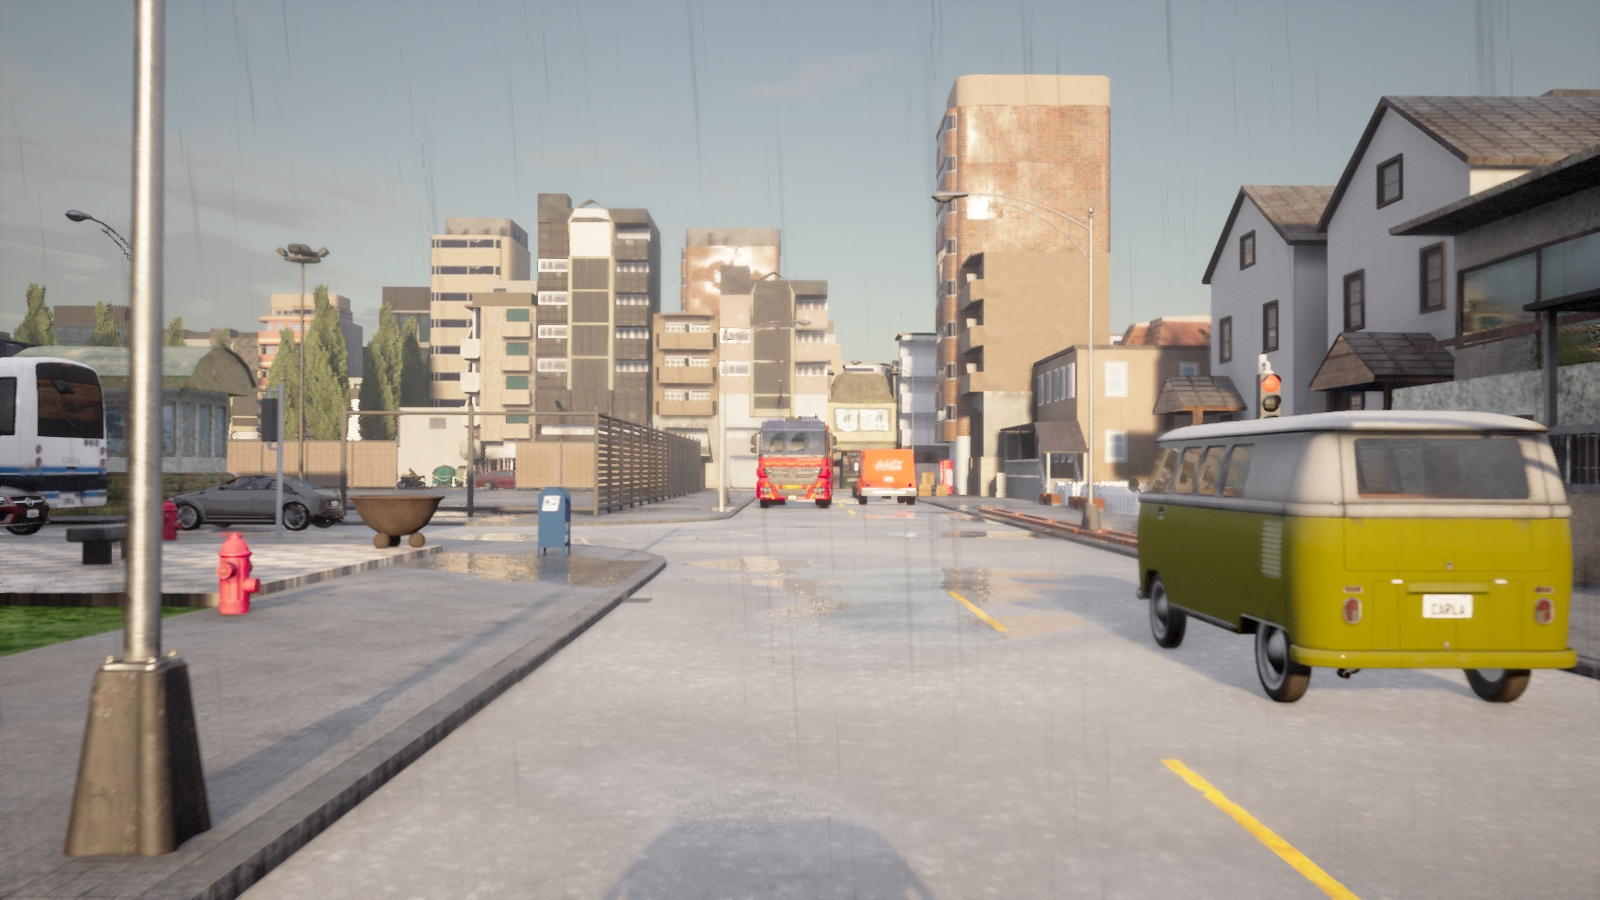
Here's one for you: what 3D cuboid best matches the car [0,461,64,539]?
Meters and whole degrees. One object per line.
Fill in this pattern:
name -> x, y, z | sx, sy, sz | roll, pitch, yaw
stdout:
car -> -19.330, 1.087, 27.602 | 5.027, 1.651, 2.152 | 0, -1, -1

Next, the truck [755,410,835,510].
truck -> -0.089, 0.444, 52.492 | 2.891, 3.827, 8.468 | 0, -1, 3

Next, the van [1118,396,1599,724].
van -> 3.978, 0.698, 9.858 | 1.775, 1.987, 4.442 | 0, -1, -1

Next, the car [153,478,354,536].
car -> -13.629, 1.408, 31.503 | 4.181, 1.385, 1.994 | 0, -1, 1

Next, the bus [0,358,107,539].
bus -> -23.560, 0.006, 31.441 | 10.273, 4.253, 3.944 | 0, -1, 1

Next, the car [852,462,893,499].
car -> 3.812, 1.601, 66.462 | 1.905, 1.878, 3.866 | 0, -1, -1

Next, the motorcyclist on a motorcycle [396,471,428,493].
motorcyclist on a motorcycle -> -27.527, 2.256, 89.133 | 2.044, 1.523, 0.797 | 0, -1, 0

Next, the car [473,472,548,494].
car -> -19.609, 2.208, 85.169 | 4.674, 1.442, 1.812 | 0, -1, 0

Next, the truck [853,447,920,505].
truck -> 3.828, 1.170, 56.711 | 2.627, 2.467, 5.204 | 0, -1, -1
